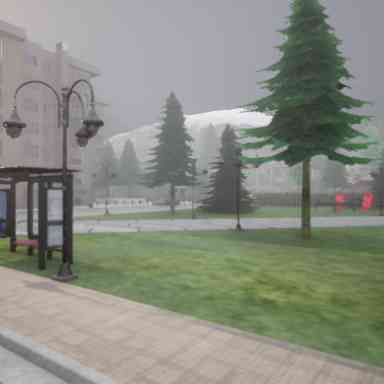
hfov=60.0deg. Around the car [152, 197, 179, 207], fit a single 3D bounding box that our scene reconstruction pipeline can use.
[{"bbox_3d":[-3.952,1.478,50.596,2.128,1.511,4.902,0,0,36],"label":"car"}]
